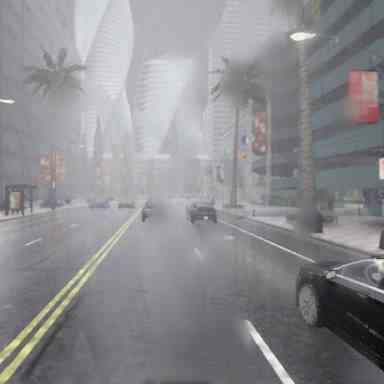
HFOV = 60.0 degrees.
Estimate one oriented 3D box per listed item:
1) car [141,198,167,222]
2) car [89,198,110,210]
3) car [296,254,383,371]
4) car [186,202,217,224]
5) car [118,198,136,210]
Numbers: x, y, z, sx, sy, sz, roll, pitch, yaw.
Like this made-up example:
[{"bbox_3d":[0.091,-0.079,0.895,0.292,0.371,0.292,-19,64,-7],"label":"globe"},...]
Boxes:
[{"bbox_3d":[-3.010,1.492,26.593,2.128,1.511,4.902,0,0,-6],"label":"car"},{"bbox_3d":[-11.864,1.481,42.736,1.882,1.535,5.008,0,0,-4],"label":"car"},{"bbox_3d":[2.973,1.492,4.142,2.128,1.511,4.902,0,0,-6],"label":"car"},{"bbox_3d":[0.668,1.510,25.159,1.837,1.490,4.892,0,0,-6],"label":"car"},{"bbox_3d":[-8.368,1.482,42.816,1.882,1.535,5.008,0,0,-4],"label":"car"}]
